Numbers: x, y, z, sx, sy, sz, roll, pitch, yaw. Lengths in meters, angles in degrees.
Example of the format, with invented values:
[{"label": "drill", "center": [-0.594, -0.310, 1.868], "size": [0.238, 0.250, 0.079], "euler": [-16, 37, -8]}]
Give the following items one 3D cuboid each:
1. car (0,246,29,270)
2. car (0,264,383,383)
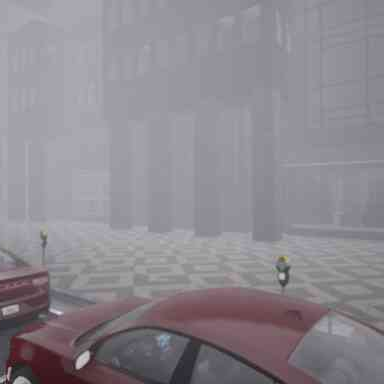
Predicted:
[{"label": "car", "center": [-4.447, 1.599, 6.147], "size": [4.507, 1.381, 1.887], "euler": [-1, 0, 36]}, {"label": "car", "center": [0.137, 1.555, 2.867], "size": [4.507, 1.381, 1.887], "euler": [-1, 0, 36]}]
